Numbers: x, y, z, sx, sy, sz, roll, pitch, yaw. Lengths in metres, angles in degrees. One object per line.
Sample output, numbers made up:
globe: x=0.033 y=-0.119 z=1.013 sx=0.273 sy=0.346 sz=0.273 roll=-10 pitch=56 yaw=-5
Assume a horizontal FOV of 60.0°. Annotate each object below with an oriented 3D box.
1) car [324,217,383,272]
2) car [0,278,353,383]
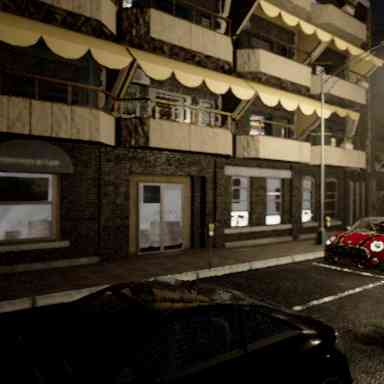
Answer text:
car: x=6.192 y=1.562 z=10.988 sx=4.097 sy=1.590 sz=1.967 roll=1 pitch=-1 yaw=-36
car: x=-0.458 y=1.578 z=2.921 sx=4.181 sy=1.385 sz=1.994 roll=1 pitch=0 yaw=-36
